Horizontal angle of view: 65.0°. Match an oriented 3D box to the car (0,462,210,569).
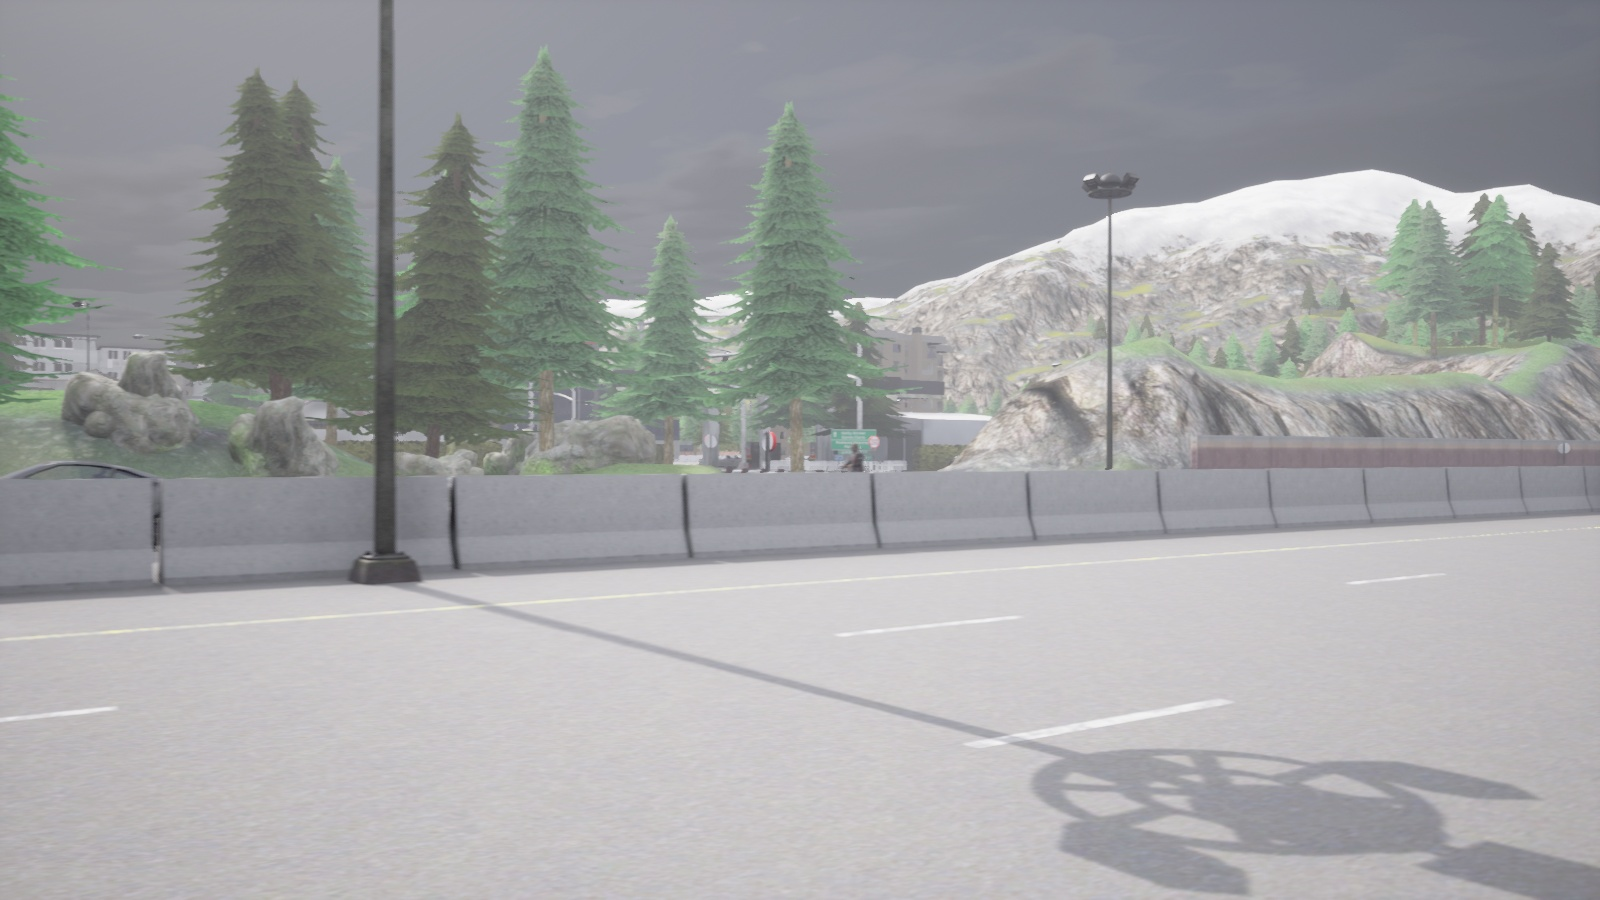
[{"bbox_3d":[-10.700,0.874,17.533,4.181,1.385,1.994,0,0,-35],"label":"car"}]
